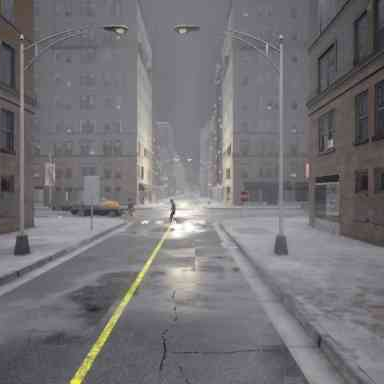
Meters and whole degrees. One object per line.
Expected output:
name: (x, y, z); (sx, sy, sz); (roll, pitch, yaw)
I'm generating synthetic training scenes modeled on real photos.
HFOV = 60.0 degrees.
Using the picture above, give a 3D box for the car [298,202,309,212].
car: (14.193, 1.469, 36.528); (4.902, 1.511, 2.128); (0, 0, 0)

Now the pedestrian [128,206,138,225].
pedestrian: (-3.890, 1.673, 22.549); (0.500, 1.100, 0.500); (0, 0, 0)

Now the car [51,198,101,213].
car: (-12.866, 1.616, 36.537); (4.718, 1.301, 1.895); (0, 0, 0)

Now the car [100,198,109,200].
car: (-11.352, 1.487, 39.786); (5.008, 1.535, 1.882); (0, 0, 0)

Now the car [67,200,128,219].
car: (-8.029, 1.616, 29.098); (4.718, 1.301, 1.895); (0, 0, 13)

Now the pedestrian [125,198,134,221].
pedestrian: (-4.394, 1.293, 23.750); (0.375, 1.860, 0.375); (0, 0, 0)

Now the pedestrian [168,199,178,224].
pedestrian: (-1.348, 1.293, 23.144); (0.375, 1.860, 0.375); (0, 0, 0)
